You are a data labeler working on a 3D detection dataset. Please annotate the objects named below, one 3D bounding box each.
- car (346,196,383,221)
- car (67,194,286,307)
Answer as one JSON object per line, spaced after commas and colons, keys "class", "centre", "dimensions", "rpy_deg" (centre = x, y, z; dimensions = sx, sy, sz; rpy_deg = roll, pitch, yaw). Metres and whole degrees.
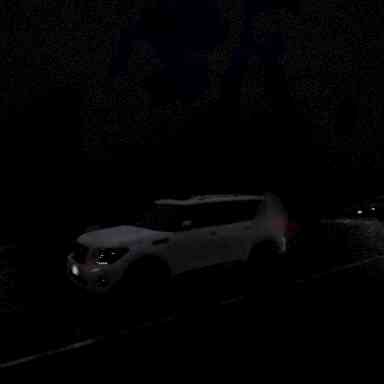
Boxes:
{"class": "car", "centre": [11.518, 0.945, 20.801], "dimensions": [4.181, 1.385, 1.994], "rpy_deg": [-2, 1, -35]}
{"class": "car", "centre": [-0.073, 1.120, 8.182], "dimensions": [5.566, 2.045, 2.150], "rpy_deg": [-2, 1, -36]}
